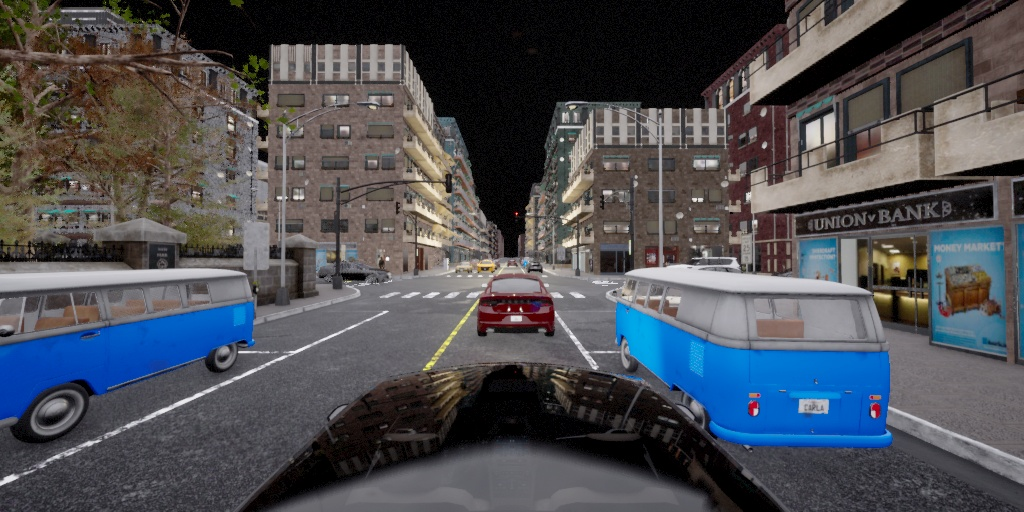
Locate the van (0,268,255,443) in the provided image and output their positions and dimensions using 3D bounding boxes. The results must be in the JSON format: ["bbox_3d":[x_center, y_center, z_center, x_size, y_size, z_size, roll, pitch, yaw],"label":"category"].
[{"bbox_3d":[-5.656,1.092,5.021,1.690,1.789,3.998,0,0,0],"label":"van"}]

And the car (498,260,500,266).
[{"bbox_3d":[-3.098,1.318,53.619,2.033,1.411,5.357,0,0,0],"label":"car"}]

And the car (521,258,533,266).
[{"bbox_3d":[2.689,1.319,48.609,2.007,1.370,4.403,0,0,0],"label":"car"}]

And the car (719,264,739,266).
[{"bbox_3d":[13.533,1.334,22.755,4.313,1.339,1.948,0,0,1],"label":"car"}]

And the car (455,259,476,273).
[{"bbox_3d":[-5.691,1.291,42.796,1.751,1.417,4.829,0,0,0],"label":"car"}]

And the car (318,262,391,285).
[{"bbox_3d":[-11.175,1.189,25.643,4.902,1.511,2.128,1,0,1],"label":"car"}]

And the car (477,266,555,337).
[{"bbox_3d":[0.097,1.231,10.381,1.882,1.535,5.008,0,0,0],"label":"car"}]

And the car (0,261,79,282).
[{"bbox_3d":[-35.209,1.095,25.941,5.357,1.411,2.033,0,-1,1],"label":"car"}]

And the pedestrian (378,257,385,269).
[{"bbox_3d":[-12.540,0.969,34.408,0.375,1.860,0.375,0,-1,1],"label":"pedestrian"}]

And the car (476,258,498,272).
[{"bbox_3d":[-3.103,1.244,43.658,1.882,1.535,5.008,0,0,0],"label":"car"}]

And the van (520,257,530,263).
[{"bbox_3d":[2.689,1.114,59.894,1.690,1.789,3.998,0,0,0],"label":"van"}]

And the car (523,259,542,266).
[{"bbox_3d":[2.690,1.331,42.967,1.948,1.339,4.313,0,0,0],"label":"car"}]

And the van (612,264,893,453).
[{"bbox_3d":[2.658,1.092,5.020,1.690,1.789,3.998,0,0,0],"label":"van"}]

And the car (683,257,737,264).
[{"bbox_3d":[15.100,1.102,28.526,5.566,2.045,2.150,0,-1,2],"label":"car"}]

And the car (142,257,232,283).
[{"bbox_3d":[-23.231,0.963,25.796,4.553,1.767,2.097,0,-1,1],"label":"car"}]
